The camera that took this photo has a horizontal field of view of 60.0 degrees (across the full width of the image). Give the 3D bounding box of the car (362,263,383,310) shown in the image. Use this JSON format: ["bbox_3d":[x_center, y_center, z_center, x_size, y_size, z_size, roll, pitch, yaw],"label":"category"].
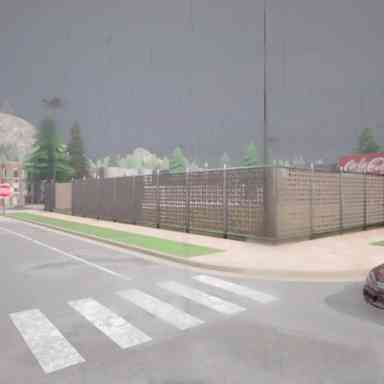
[{"bbox_3d":[5.410,1.540,6.484,4.674,1.442,1.812,0,1,-29],"label":"car"}]
